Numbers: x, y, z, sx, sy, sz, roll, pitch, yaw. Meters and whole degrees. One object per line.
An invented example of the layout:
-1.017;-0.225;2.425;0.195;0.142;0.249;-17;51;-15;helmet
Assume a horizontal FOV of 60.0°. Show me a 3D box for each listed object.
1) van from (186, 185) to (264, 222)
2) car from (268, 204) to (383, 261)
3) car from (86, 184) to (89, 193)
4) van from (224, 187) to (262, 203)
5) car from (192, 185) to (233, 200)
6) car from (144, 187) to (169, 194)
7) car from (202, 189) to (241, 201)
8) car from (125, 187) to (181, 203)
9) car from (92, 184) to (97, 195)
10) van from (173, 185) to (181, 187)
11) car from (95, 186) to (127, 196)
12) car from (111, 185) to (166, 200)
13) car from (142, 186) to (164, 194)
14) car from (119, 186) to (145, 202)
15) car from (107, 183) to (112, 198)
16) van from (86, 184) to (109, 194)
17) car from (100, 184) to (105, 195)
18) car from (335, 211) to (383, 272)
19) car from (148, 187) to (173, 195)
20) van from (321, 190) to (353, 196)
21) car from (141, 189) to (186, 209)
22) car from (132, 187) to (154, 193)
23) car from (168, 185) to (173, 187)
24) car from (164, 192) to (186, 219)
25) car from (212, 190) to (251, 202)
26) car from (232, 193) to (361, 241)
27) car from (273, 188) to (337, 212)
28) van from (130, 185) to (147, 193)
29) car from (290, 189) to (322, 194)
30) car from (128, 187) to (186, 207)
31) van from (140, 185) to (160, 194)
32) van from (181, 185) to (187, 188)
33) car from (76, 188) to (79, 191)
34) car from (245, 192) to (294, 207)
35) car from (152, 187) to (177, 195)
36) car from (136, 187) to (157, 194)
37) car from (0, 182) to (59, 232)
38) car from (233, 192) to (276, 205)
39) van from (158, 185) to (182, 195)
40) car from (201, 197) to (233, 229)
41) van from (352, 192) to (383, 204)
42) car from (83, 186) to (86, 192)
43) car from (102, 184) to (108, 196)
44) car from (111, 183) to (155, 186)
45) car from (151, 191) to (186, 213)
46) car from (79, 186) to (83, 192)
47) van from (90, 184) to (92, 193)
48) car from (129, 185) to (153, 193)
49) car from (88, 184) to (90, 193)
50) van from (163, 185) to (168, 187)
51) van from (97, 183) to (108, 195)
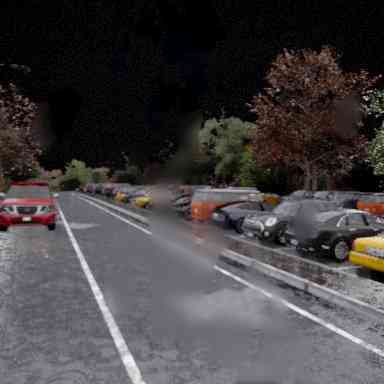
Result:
2.220;0.828;19.031;4.442;1.987;1.878;1;1;-24;van
5.422;1.338;11.354;4.892;1.521;2.231;1;2;-24;car
-16.734;-0.328;62.218;4.792;1.488;2.163;1;1;-24;car
6.458;0.395;42.075;4.442;1.987;1.878;1;1;-24;van
3.012;0.090;49.632;5.566;2.045;2.435;1;2;-24;car
-8.017;-0.285;75.023;5.008;1.535;2.097;1;1;-24;car
4.180;0.438;46.994;5.008;1.535;2.097;1;1;-24;car
-3.421;0.590;31.714;4.892;1.521;2.231;1;1;-24;car
-12.249;-0.401;52.071;5.566;2.045;2.435;1;2;-24;car
-0.386;-0.163;57.222;4.442;1.987;1.878;1;1;-24;van
-13.353;-0.183;54.599;4.792;1.488;2.163;1;1;-24;car
-5.811;0.398;36.726;5.366;1.575;1.946;1;2;-24;car
-9.095;-0.456;77.437;4.553;1.767;2.185;1;1;-24;car
-4.540;0.497;34.253;4.892;1.521;2.231;1;1;-24;car
-7.880;0.093;41.873;4.553;1.767;2.185;1;2;-24;car
-19.917;-0.724;69.908;4.442;1.987;1.878;1;1;-24;van
-10.067;0.074;46.979;4.674;1.452;2.002;1;2;-24;car
6.700;1.442;8.894;5.366;1.575;1.946;1;2;-24;car
-6.862;-0.235;72.368;5.008;1.535;2.097;1;1;-24;car
12.920;0.949;26.633;4.442;1.987;1.878;1;2;-24;van
-1.241;0.803;26.612;4.792;1.488;2.163;1;1;-24;car
-12.554;-0.477;84.993;5.366;1.575;1.946;1;0;-24;car
-1.325;0.004;59.675;5.008;1.535;2.097;1;1;-24;car
0.972;0.988;21.523;4.792;1.488;2.163;1;1;-24;car
5.287;0.570;44.457;4.674;1.452;2.002;1;1;-24;car
4.352;1.114;13.913;4.553;1.767;2.185;1;2;-24;car
10.794;0.740;31.745;5.566;2.045;2.435;1;2;-24;car
-14.531;-0.770;90.301;4.442;1.987;1.878;1;0;-24;van
11.898;0.832;29.206;5.566;2.045;2.435;1;2;-24;car
-2.491;0.675;29.093;5.366;1.575;1.946;1;1;-24;car
-10.062;-0.602;80.034;4.442;1.987;1.878;1;1;-24;van
0.985;-0.063;54.654;4.442;1.987;1.878;1;2;-24;van
-23.373;-0.896;77.485;5.566;2.045;2.435;1;1;-24;car
8.598;0.807;36.839;5.008;1.535;2.097;1;1;-24;car
-5.757;-0.186;69.828;4.892;1.521;2.231;1;1;-24;car
-11.286;-0.425;82.527;4.892;1.521;2.231;1;1;-24;car
-7.641;0.576;15.751;2.150;2.045;5.566;1;3;-23;car
7.450;0.751;39.496;4.674;1.452;2.002;1;1;-24;car
-4.534;-0.363;67.336;4.442;1.987;1.878;1;1;-24;van
3.240;1.174;16.457;4.792;1.488;2.163;1;2;-24;car
14.238;1.045;24.187;4.442;1.987;1.878;1;2;-24;van
-18.916;-0.453;67.320;5.008;1.535;2.097;1;1;-24;car
-8.967;0.126;44.431;5.008;1.535;2.097;1;2;-24;car
-6.773;0.185;39.329;4.553;1.767;2.185;1;1;-24;car
-0.135;0.895;24.067;4.792;1.488;2.163;1;2;-24;car
-22.218;-0.566;74.965;4.792;1.488;2.163;1;1;-24;car
-14.591;-0.489;57.089;4.442;1.987;1.878;1;1;-24;van
-13.458;-0.764;87.614;5.566;2.045;2.435;1;0;-24;car
-15.596;-0.269;59.684;4.674;1.452;2.002;1;1;-24;car
-2.537;-0.271;62.164;4.442;1.987;1.878;1;1;-24;van
-11.276;-0.286;49.470;4.442;1.987;1.878;1;1;-24;van
